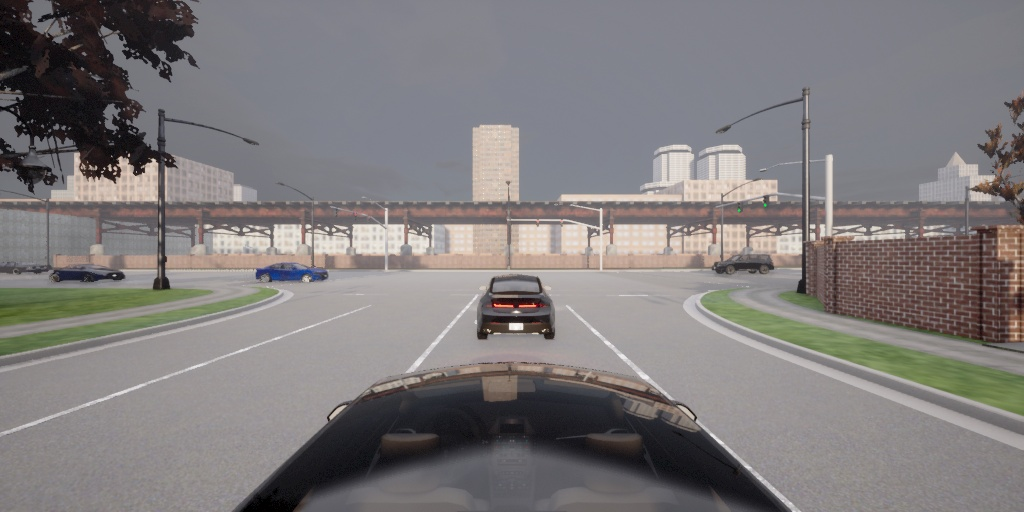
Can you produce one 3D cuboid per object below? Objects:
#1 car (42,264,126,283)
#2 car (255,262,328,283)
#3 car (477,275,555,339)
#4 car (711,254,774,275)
[{"bbox_3d":[-32.445,1.314,27.488,4.181,1.385,1.994,0,0,1],"label":"car"},{"bbox_3d":[-16.533,1.228,27.040,5.008,1.535,1.882,0,0,2],"label":"car"},{"bbox_3d":[0.094,1.256,10.049,1.837,1.490,4.892,0,0,0],"label":"car"},{"bbox_3d":[23.557,0.835,36.650,5.566,2.045,2.150,-1,0,3],"label":"car"}]
